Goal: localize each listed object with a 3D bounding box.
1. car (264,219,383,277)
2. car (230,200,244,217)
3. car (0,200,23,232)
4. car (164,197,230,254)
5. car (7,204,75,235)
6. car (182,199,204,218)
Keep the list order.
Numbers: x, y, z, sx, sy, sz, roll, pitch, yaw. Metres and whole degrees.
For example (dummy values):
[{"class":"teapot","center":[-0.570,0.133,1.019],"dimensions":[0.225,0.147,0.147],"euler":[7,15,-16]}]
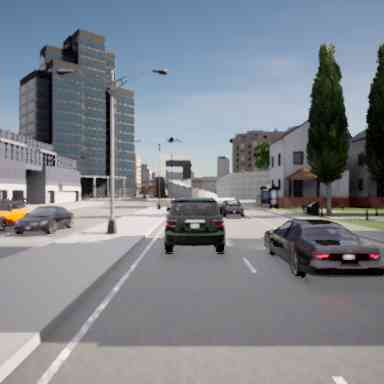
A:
[{"class":"car","center":[3.598,1.537,10.125],"dimensions":[2.033,1.411,5.357],"euler":[0,0,0]},{"class":"car","center":[3.598,1.462,30.477],"dimensions":[2.128,1.511,4.902],"euler":[0,0,0]},{"class":"car","center":[-11.599,1.333,19.981],"dimensions":[2.097,1.767,4.553],"euler":[0,0,0]},{"class":"car","center":[0.099,1.208,13.655],"dimensions":[2.150,2.045,5.566],"euler":[0,0,0]},{"class":"car","center":[-8.100,1.508,18.745],"dimensions":[1.812,1.442,4.674],"euler":[0,0,0]},{"class":"car","center":[0.099,1.475,30.546],"dimensions":[1.837,1.490,4.892],"euler":[0,0,0]}]
